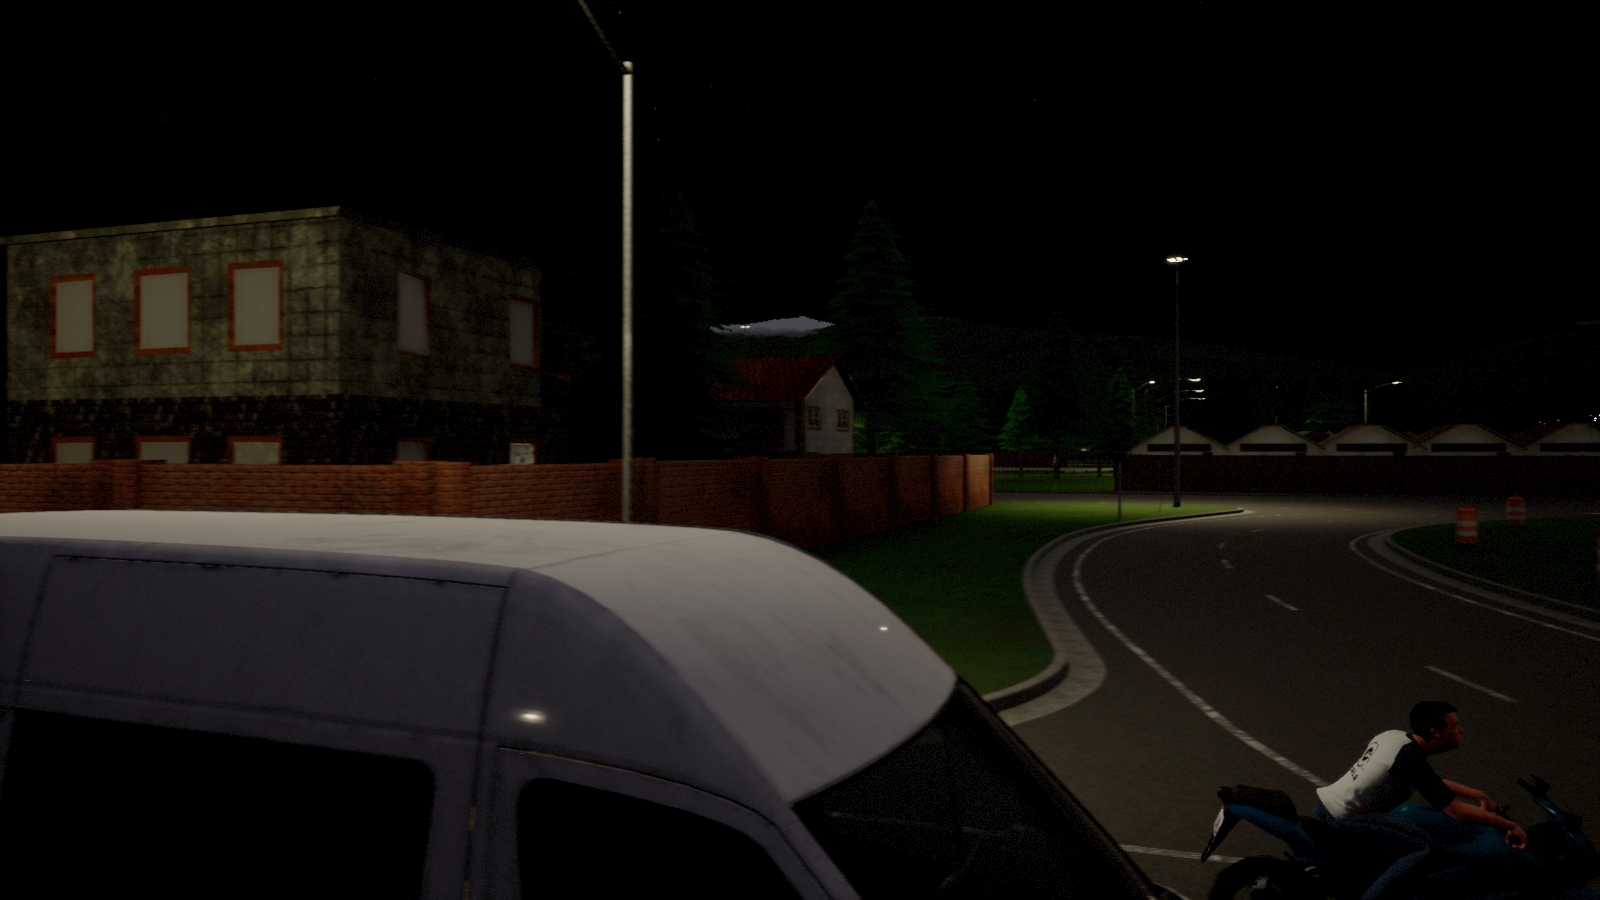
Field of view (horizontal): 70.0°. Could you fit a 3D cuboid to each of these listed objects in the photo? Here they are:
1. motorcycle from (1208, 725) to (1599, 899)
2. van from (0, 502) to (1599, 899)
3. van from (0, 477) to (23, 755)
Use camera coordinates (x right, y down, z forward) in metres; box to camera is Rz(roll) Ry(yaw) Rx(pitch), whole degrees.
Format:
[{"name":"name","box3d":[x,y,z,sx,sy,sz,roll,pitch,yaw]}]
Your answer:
[{"name":"motorcycle","box3d":[3.178,2.186,5.865,2.033,1.199,0.803,0,0,20]},{"name":"van","box3d":[-0.944,1.534,3.644,5.915,2.561,1.988,0,0,20]},{"name":"van","box3d":[-10.423,1.534,10.812,5.915,2.561,1.988,0,0,20]}]
